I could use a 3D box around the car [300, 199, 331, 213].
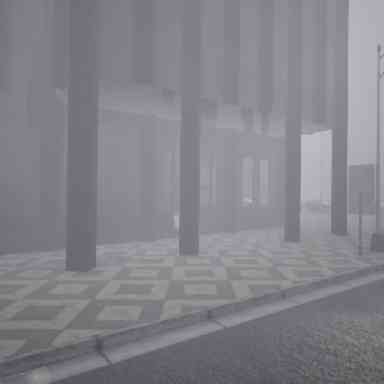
[{"bbox_3d":[12.898,1.447,33.404,1.887,1.381,4.507,1,-1,-36],"label":"car"}]

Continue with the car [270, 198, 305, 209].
[{"bbox_3d":[13.481,1.557,47.204,1.887,1.381,4.507,1,-1,-36],"label":"car"}]

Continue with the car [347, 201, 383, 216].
[{"bbox_3d":[16.089,1.440,28.961,1.752,1.417,4.829,1,-1,-36],"label":"car"}]

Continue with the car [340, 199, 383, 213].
[{"bbox_3d":[19.780,1.583,38.434,2.008,1.369,4.403,1,-1,-36],"label":"car"}]
